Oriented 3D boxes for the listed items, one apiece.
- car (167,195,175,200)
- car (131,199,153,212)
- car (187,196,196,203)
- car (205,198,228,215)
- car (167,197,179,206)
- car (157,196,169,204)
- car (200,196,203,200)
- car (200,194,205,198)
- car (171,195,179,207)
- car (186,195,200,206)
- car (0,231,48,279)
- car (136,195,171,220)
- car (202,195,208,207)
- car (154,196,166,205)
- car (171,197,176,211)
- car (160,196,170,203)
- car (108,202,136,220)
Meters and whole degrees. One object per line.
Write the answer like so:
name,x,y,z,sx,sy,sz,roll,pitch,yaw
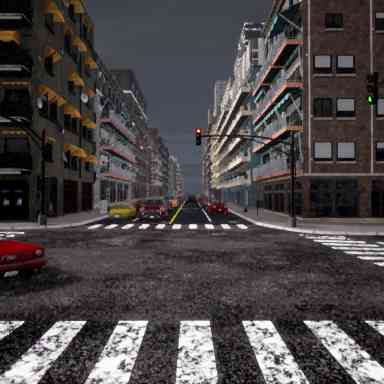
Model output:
car,-5.926,1.587,94.268,2.008,1.369,4.403,1,0,0
car,-5.784,1.555,39.034,1.887,1.381,4.507,1,0,0
car,-0.080,1.530,69.843,1.837,1.490,4.892,0,0,0
car,2.611,1.553,33.518,1.887,1.381,4.507,1,0,0
car,-3.209,1.617,57.209,1.895,1.301,4.718,0,0,0
car,-5.856,1.572,66.652,2.008,1.369,4.403,1,0,0
car,2.568,1.596,50.089,1.802,1.307,4.206,1,0,0
car,2.789,1.380,81.831,2.097,1.767,4.553,0,0,0
car,-3.213,1.365,47.350,2.097,1.767,4.553,0,0,0
car,-0.048,1.494,57.072,1.882,1.535,5.008,0,0,0
car,-6.066,1.589,9.017,4.718,1.301,1.895,1,0,33
car,-3.147,1.359,28.069,2.097,1.767,4.553,0,0,-1
car,2.598,1.450,39.042,1.967,1.590,4.097,1,0,0
car,-5.841,1.544,60.958,1.752,1.417,4.829,1,0,0
car,-3.198,1.557,37.561,2.033,1.411,5.357,0,0,0
car,-5.870,1.568,72.175,1.887,1.381,4.507,1,0,0
car,-5.754,1.532,27.818,1.752,1.417,4.829,1,0,0
